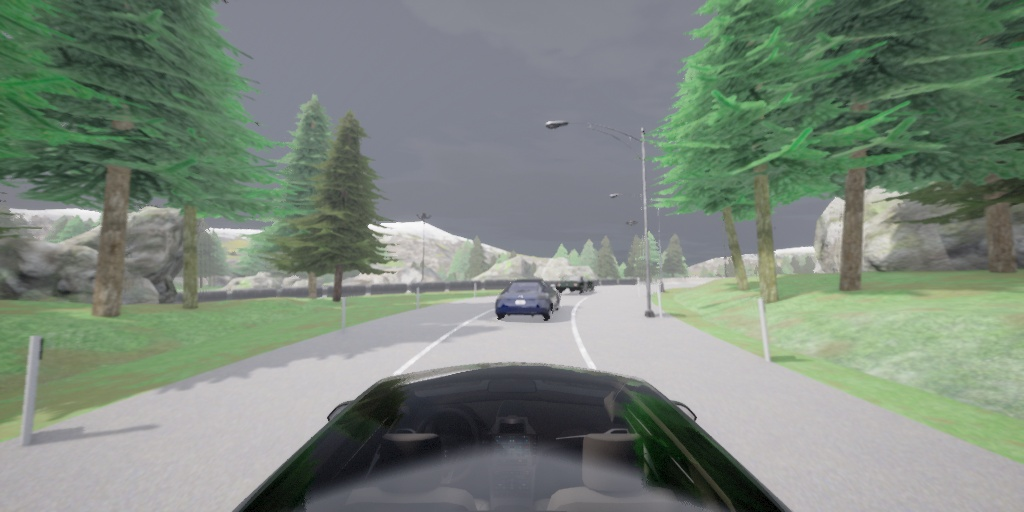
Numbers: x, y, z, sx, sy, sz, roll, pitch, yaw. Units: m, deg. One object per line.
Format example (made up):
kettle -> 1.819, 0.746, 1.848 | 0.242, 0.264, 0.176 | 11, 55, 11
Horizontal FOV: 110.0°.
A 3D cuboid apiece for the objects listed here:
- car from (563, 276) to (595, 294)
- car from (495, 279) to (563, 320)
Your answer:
car -> 4.821, 2.127, 26.740 | 1.895, 1.301, 4.718 | -3, -4, 26
car -> 0.714, 1.575, 13.991 | 1.994, 1.385, 4.181 | -1, -2, 12
